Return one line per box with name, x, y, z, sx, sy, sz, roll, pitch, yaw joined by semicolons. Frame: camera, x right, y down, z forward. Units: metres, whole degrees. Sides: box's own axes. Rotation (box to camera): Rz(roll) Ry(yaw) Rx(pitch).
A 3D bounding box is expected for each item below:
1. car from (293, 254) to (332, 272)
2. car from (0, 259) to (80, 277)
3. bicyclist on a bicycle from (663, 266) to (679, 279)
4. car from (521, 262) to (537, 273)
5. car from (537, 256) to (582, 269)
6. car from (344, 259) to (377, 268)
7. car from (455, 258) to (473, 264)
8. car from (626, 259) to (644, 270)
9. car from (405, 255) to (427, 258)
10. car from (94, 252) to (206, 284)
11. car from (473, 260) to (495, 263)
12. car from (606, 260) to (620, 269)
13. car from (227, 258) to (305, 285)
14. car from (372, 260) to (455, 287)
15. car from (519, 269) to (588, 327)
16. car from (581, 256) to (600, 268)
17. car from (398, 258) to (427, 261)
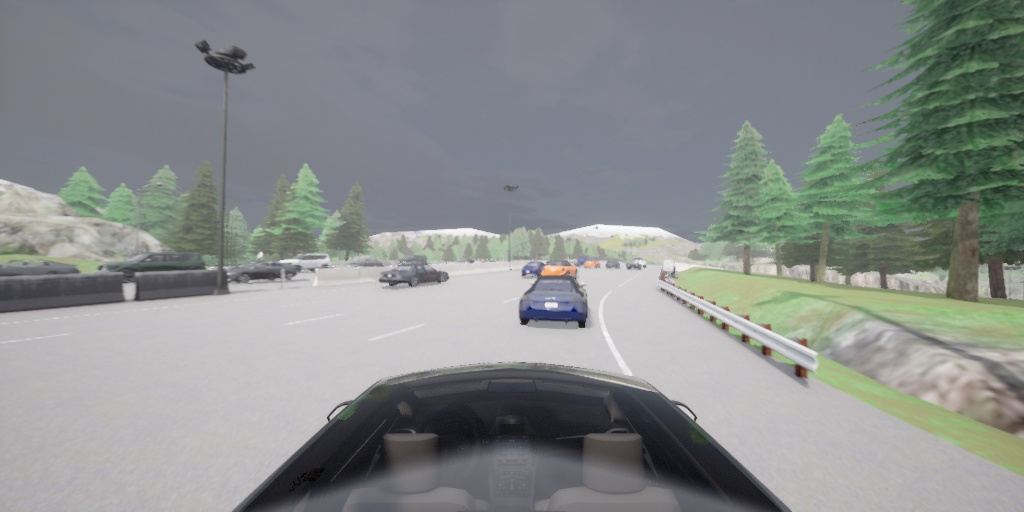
car;-22.573;0.766;39.260;2.150;2.045;5.566;0;0;23
car;-31.797;0.970;23.232;2.128;1.511;4.902;1;0;39
bicyclist on a bicycle;14.698;1.317;33.519;1.656;1.620;0.582;2;1;17
car;2.345;1.273;34.745;1.812;1.442;4.674;0;0;23
car;4.051;1.111;29.818;2.097;1.767;4.553;0;0;23
car;-17.460;1.081;42.318;2.128;1.511;4.902;0;0;23
car;-9.158;1.269;61.496;1.895;1.301;4.718;0;0;23
car;19.083;1.497;56.046;1.895;1.301;4.718;0;0;23
car;-15.411;0.834;55.909;2.150;2.045;5.566;0;0;24
car;-24.856;0.753;25.000;2.150;2.045;5.566;0;0;23
car;-3.809;1.274;56.355;1.994;1.385;4.181;0;0;24
car;16.900;1.372;60.082;2.128;1.511;4.902;0;0;23
car;-17.394;1.082;24.652;2.128;1.511;4.902;0;0;23
car;-6.257;1.221;23.497;2.033;1.411;5.357;0;0;23
car;1.469;1.302;11.731;1.994;1.385;4.181;0;0;11
car;13.838;1.208;61.819;2.097;1.767;4.553;0;0;23
car;-10.861;1.206;39.957;1.994;1.385;4.181;0;0;23
